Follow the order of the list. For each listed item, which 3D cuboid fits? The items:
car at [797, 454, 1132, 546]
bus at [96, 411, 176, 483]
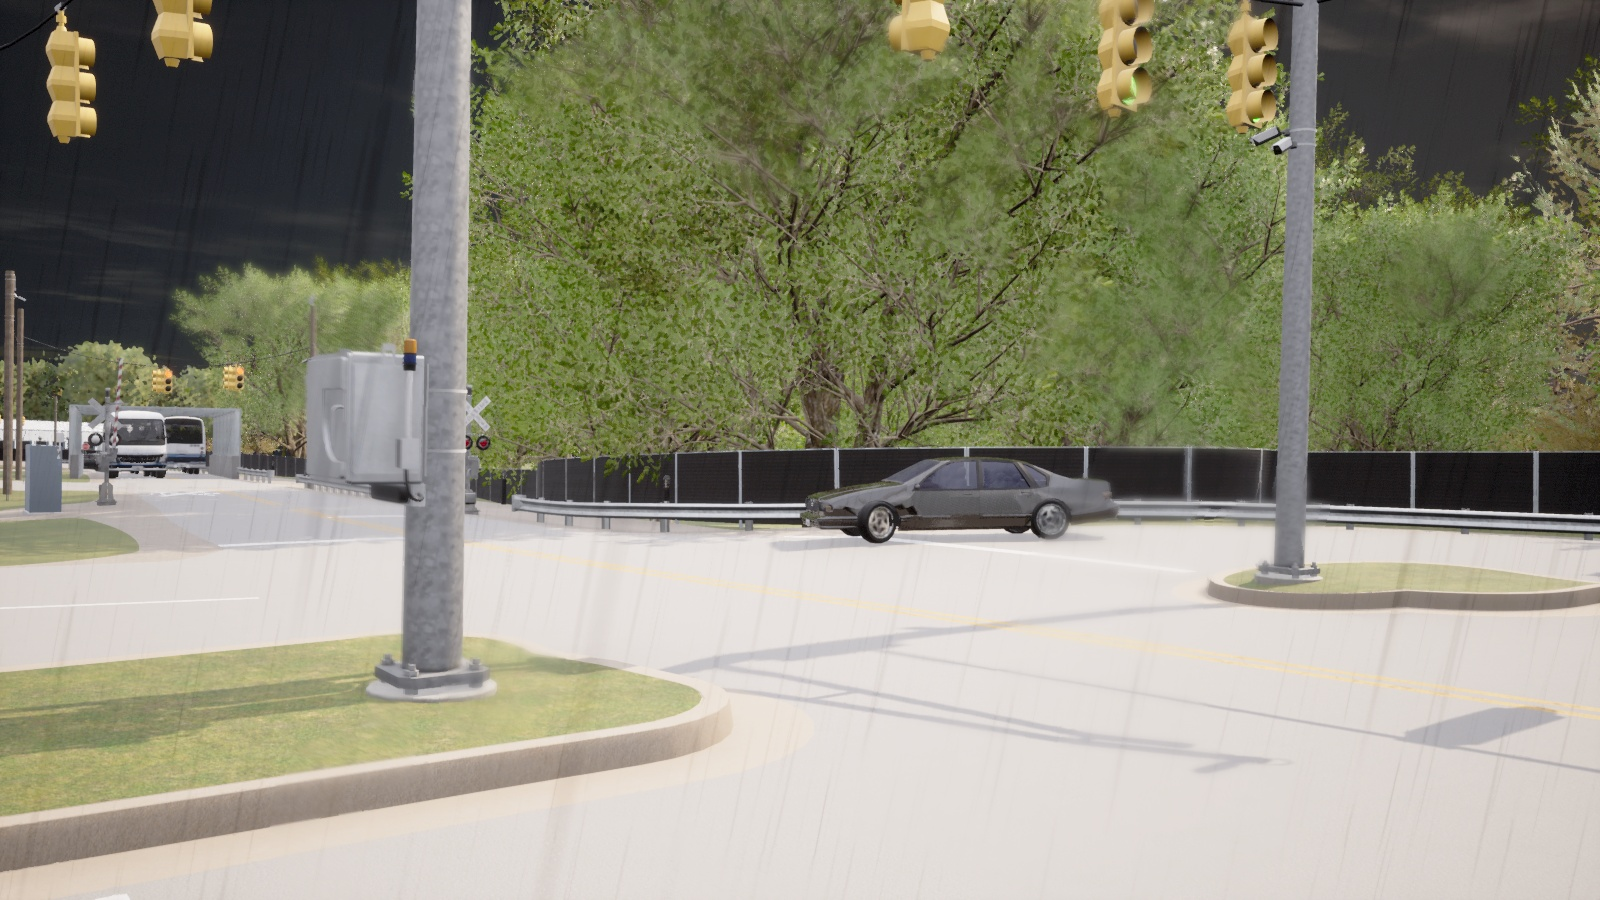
[{"bbox_3d":[2.767,0.806,21.674,5.357,1.411,2.033,-1,0,-11],"label":"car"},{"bbox_3d":[-42.509,-0.160,80.170,3.944,4.253,10.273,0,0,-31],"label":"bus"}]
